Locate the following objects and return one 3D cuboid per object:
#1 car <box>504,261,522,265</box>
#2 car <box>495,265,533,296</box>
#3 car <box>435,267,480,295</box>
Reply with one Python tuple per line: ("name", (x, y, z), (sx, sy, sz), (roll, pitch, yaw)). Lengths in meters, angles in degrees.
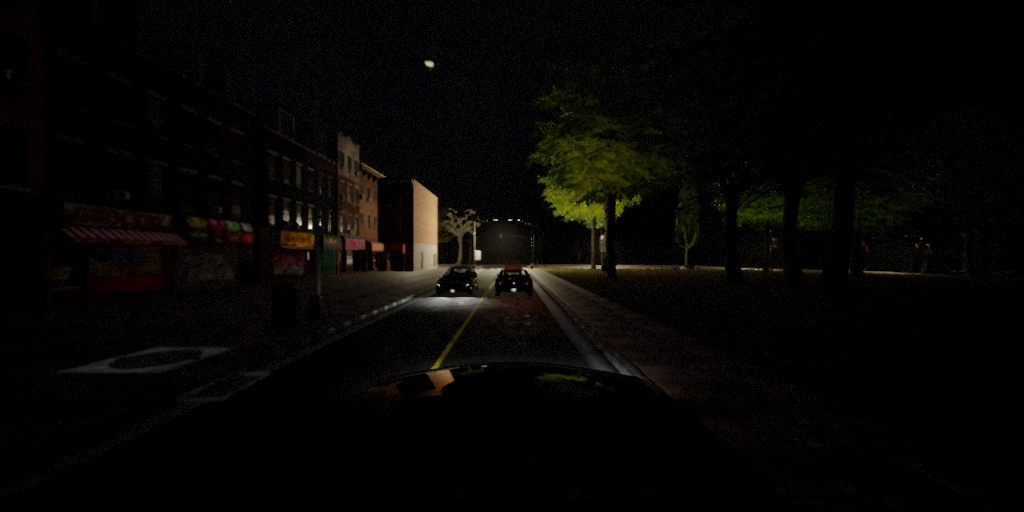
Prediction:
("car", (0.087, 1.299, 40.107), (1.882, 1.535, 5.008), (0, 0, 0))
("car", (0.094, 1.352, 19.494), (1.895, 1.301, 4.718), (0, 0, 0))
("car", (-2.856, 1.299, 19.861), (2.033, 1.411, 5.357), (0, 0, 0))
